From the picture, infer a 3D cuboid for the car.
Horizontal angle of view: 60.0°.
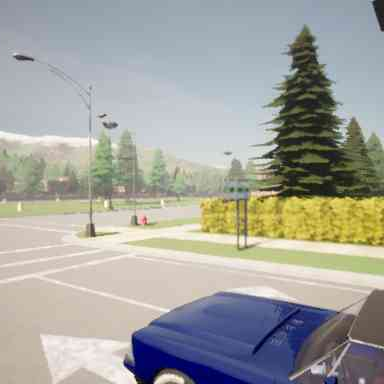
[{"bbox_3d":[1.629,1.602,2.829,4.718,1.301,1.895,0,0,35],"label":"car"}]
